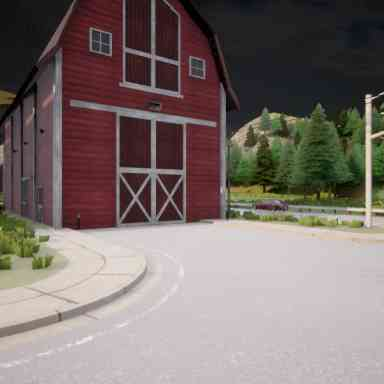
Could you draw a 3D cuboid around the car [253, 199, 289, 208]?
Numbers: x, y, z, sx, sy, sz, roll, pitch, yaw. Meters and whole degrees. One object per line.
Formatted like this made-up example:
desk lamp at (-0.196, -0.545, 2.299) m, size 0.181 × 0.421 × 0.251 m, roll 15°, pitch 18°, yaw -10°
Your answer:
car at (8.982, 1.552, 38.409) m, size 1.812 × 1.442 × 4.674 m, roll 0°, pitch 0°, yaw -35°
